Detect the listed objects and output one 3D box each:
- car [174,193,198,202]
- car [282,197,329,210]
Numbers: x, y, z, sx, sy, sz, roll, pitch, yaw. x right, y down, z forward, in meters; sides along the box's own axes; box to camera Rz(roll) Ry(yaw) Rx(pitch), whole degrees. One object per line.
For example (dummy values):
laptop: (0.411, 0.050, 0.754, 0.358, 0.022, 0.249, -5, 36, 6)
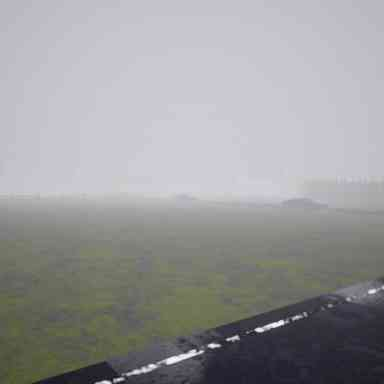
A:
car: (-1.198, 0.938, 58.591, 2.033, 1.411, 5.357, -1, 1, -35)
car: (13.036, 1.311, 38.680, 2.033, 1.411, 5.357, -1, 1, -36)
